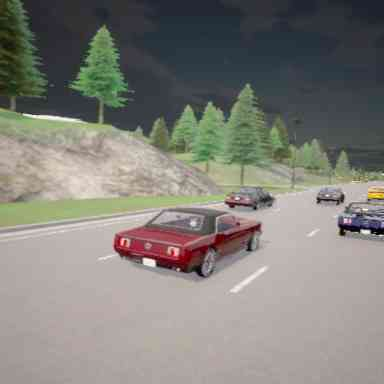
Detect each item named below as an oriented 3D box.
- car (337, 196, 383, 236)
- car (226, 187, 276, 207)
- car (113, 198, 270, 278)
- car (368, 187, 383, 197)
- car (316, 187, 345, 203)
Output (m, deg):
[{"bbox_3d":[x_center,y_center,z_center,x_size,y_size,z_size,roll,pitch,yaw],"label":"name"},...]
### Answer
[{"bbox_3d":[7.291,1.062,13.718,1.895,1.301,4.718,5,4,30],"label":"car"},{"bbox_3d":[3.952,0.360,21.875,2.033,1.411,5.357,5,4,30],"label":"car"},{"bbox_3d":[0.280,1.061,8.577,1.895,1.301,4.718,5,4,30],"label":"car"},{"bbox_3d":[19.757,0.187,35.187,1.882,1.535,5.008,5,4,30],"label":"car"},{"bbox_3d":[12.255,0.284,29.227,2.033,1.411,5.357,5,4,30],"label":"car"}]
